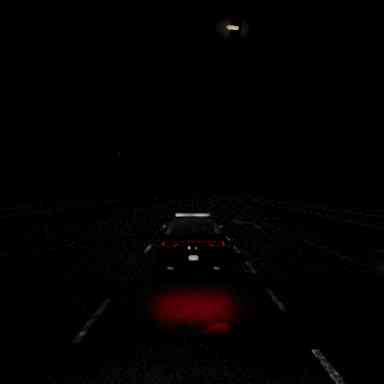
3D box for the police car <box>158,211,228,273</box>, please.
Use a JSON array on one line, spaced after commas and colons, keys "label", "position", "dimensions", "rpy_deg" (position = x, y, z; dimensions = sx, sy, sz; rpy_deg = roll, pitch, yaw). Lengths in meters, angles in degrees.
[{"label": "police car", "position": [0.023, 1.453, 10.844], "dimensions": [1.930, 1.638, 5.238], "rpy_deg": [0, -1, 0]}]
